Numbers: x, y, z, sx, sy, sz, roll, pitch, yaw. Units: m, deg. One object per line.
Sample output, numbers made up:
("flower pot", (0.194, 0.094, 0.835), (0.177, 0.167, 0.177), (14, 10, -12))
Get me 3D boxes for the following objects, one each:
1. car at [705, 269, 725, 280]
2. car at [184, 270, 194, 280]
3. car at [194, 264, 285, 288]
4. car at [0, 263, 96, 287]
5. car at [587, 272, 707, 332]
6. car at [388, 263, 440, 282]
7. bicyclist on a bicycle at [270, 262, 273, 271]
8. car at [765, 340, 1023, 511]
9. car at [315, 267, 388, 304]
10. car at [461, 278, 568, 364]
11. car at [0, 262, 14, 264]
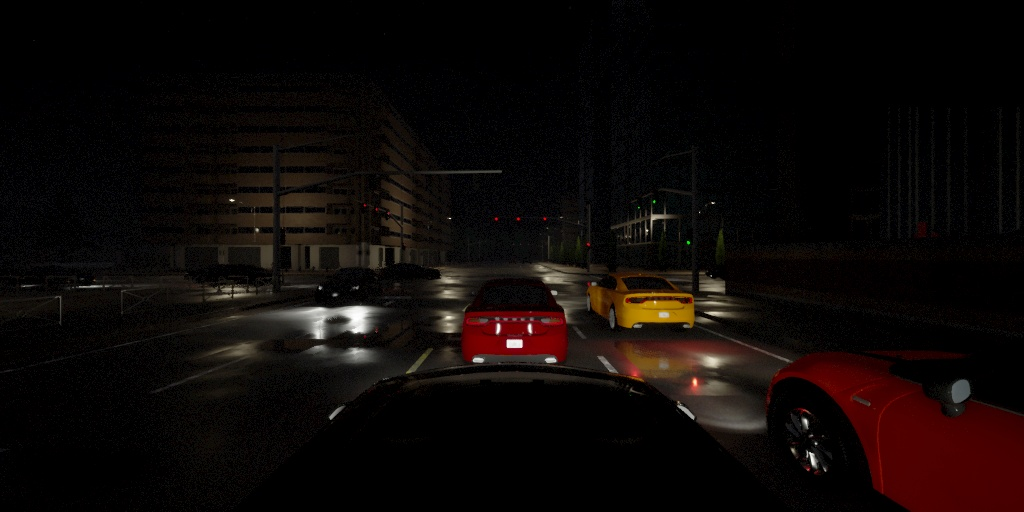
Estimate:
("car", (19.530, 1.406, 31.180), (4.718, 1.301, 1.895), (0, 0, 0))
("car", (-21.975, 1.353, 27.646), (5.357, 1.411, 2.033), (0, 0, 0))
("car", (-17.970, 1.310, 24.132), (4.892, 1.490, 1.837), (0, 0, 0))
("car", (-30.972, 1.369, 24.186), (4.181, 1.385, 1.994), (0, 0, 0))
("car", (3.580, 1.228, 10.879), (1.882, 1.535, 5.008), (0, 0, 0))
("car", (-8.202, 1.302, 29.002), (4.674, 1.442, 1.812), (0, 1, -21))
("bicyclist on a bicycle", (-25.527, 1.106, 38.644), (0.582, 1.620, 1.656), (0, 0, 0))
("car", (3.600, 1.102, 1.733), (2.097, 1.767, 4.553), (0, 0, 0))
("car", (-7.337, 1.274, 16.638), (1.812, 1.442, 4.674), (1, 0, -7))
("car", (0.061, 1.228, 8.105), (1.882, 1.535, 5.008), (0, 0, 0))
("car", (-38.369, 1.331, 27.723), (4.674, 1.442, 1.812), (0, 0, 0))
